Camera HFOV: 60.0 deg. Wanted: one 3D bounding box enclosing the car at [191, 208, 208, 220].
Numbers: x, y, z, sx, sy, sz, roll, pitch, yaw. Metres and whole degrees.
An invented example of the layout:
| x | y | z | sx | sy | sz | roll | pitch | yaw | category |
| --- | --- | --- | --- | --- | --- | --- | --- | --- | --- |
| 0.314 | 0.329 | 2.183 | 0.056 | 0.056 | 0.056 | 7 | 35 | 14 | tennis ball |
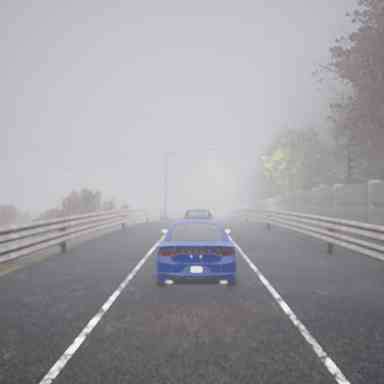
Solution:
| x | y | z | sx | sy | sz | roll | pitch | yaw | category |
| --- | --- | --- | --- | --- | --- | --- | --- | --- | --- |
| 1.065 | 2.996 | 44.769 | 2.128 | 1.511 | 4.902 | 0 | -4 | 4 | car |

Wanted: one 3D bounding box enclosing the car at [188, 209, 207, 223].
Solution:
| x | y | z | sx | sy | sz | roll | pitch | yaw | category |
| --- | --- | --- | --- | --- | --- | --- | --- | --- | --- |
| 0.597 | 2.506 | 35.277 | 1.895 | 1.301 | 4.718 | 0 | -3 | 2 | car |

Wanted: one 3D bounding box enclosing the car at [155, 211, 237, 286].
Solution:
| x | y | z | sx | sy | sz | roll | pitch | yaw | category |
| --- | --- | --- | --- | --- | --- | --- | --- | --- | --- |
| 0.118 | 1.499 | 9.432 | 1.882 | 1.535 | 5.008 | 0 | -1 | 1 | car |

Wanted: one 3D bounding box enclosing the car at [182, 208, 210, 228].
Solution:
| x | y | z | sx | sy | sz | roll | pitch | yaw | category |
| --- | --- | --- | --- | --- | --- | --- | --- | --- | --- |
| 0.365 | 2.044 | 27.224 | 2.033 | 1.411 | 5.357 | 0 | -2 | 1 | car |

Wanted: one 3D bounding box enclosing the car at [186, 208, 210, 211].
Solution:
| x | y | z | sx | sy | sz | roll | pitch | yaw | category |
| --- | --- | --- | --- | --- | --- | --- | --- | --- | --- |
| 0.314 | 1.660 | 17.686 | 2.128 | 1.511 | 4.902 | 0 | -1 | 1 | car |
